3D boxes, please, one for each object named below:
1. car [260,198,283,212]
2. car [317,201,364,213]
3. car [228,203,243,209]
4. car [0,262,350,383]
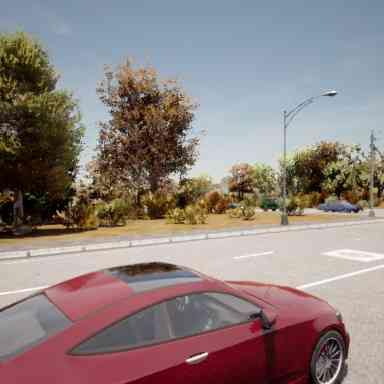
[{"bbox_3d":[12.605,1.867,49.302,2.150,2.045,5.566,0,-3,-32],"label":"car"},{"bbox_3d":[18.016,1.815,40.650,2.033,1.411,5.357,0,-2,-32],"label":"car"},{"bbox_3d":[7.222,2.656,57.927,2.128,1.511,4.902,0,-3,-32],"label":"car"},{"bbox_3d":[-0.234,1.526,3.577,4.674,1.442,1.812,0,0,-35],"label":"car"}]
